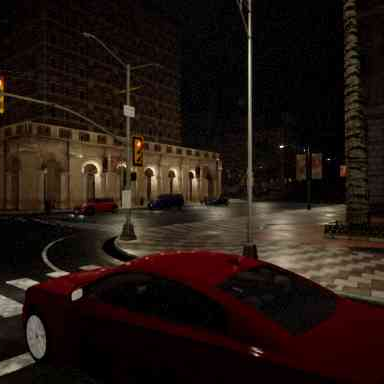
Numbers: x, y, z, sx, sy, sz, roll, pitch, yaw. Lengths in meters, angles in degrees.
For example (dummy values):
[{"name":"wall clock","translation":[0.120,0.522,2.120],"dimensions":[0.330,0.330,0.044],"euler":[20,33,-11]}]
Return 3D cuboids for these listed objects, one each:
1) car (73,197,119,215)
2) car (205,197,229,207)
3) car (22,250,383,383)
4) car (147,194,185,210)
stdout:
[{"name":"car","translation":[-9.887,1.352,34.369],"dimensions":[2.097,1.767,4.553],"euler":[0,0,39]},{"name":"car","translation":[3.917,1.492,51.953],"dimensions":[2.128,1.511,4.902],"euler":[0,0,38]},{"name":"car","translation":[-0.206,1.478,4.081],"dimensions":[5.008,1.535,1.882],"euler":[0,0,38]},{"name":"car","translation":[-3.254,1.222,42.764],"dimensions":[2.150,2.045,5.566],"euler":[0,0,38]}]
